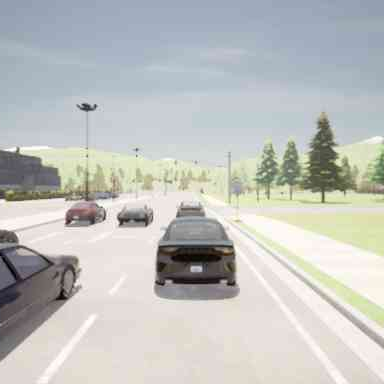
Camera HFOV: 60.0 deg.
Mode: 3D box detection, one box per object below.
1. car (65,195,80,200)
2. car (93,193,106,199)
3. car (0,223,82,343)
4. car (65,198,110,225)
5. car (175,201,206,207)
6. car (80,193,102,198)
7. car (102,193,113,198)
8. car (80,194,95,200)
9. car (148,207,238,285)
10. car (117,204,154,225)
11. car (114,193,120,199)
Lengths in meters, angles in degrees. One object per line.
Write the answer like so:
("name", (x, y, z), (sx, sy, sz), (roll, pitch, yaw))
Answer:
("car", (-23.318, 1.160, 65.319), (1.895, 1.301, 4.718), (0, 0, 0))
("car", (-23.327, 0.990, 84.114), (1.994, 1.385, 4.181), (0, 0, 0))
("car", (-3.422, 1.512, 5.128), (2.033, 1.411, 5.357), (0, 0, 0))
("car", (-7.157, 1.373, 22.683), (1.812, 1.442, 4.674), (0, 0, -1))
("car", (-0.095, 1.340, 22.528), (2.128, 1.511, 4.902), (0, 0, -1))
("car", (-19.818, 1.066, 65.387), (1.837, 1.490, 4.892), (0, 0, 0))
("car", (-19.823, 0.977, 74.844), (1.882, 1.535, 5.008), (0, 0, 0))
("car", (-23.322, 1.099, 74.212), (1.895, 1.301, 4.718), (0, 0, 0))
("car", (0.077, 1.415, 9.315), (1.882, 1.535, 5.008), (0, 0, 0))
("car", (-3.643, 1.451, 22.242), (1.895, 1.301, 4.718), (0, 0, -1))
("car", (-19.828, 0.984, 84.912), (1.994, 1.385, 4.181), (0, 0, 0))
